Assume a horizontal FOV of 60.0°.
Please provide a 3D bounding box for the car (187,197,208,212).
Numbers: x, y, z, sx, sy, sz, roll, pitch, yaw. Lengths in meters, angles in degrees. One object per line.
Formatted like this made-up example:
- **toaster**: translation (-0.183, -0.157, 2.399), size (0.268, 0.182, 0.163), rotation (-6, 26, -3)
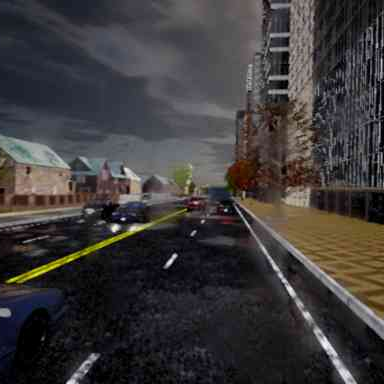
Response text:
- **car**: translation (0.690, 1.311, 38.648), size (2.097, 1.767, 4.553), rotation (1, 0, 6)

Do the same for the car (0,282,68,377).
- **car**: translation (-3.019, 1.468, 2.619), size (2.033, 1.411, 5.357), rotation (1, 0, 6)

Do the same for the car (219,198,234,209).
- **car**: translation (5.068, 1.616, 49.402), size (2.033, 1.411, 5.357), rotation (1, 0, 6)

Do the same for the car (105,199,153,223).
- **car**: translation (-4.231, 1.399, 24.442), size (2.033, 1.411, 5.357), rotation (1, 0, 6)

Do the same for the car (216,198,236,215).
- **car**: translation (3.619, 1.538, 35.315), size (1.837, 1.490, 4.892), rotation (1, 0, 6)

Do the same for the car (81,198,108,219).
- **car**: translation (-7.243, 1.268, 26.834), size (2.128, 1.511, 4.902), rotation (1, 0, 6)
